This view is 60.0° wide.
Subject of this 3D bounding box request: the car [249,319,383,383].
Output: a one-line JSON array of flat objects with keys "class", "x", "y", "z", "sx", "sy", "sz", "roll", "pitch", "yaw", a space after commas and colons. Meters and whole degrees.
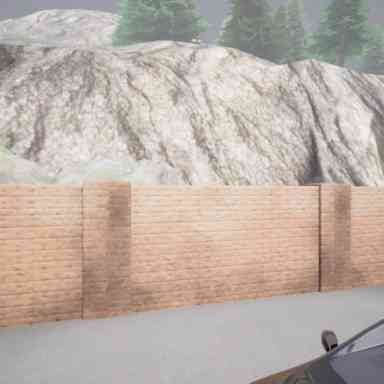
[{"class": "car", "x": 2.067, "y": 1.492, "z": 1.964, "sx": 4.902, "sy": 1.511, "sz": 2.128, "roll": 0, "pitch": 0, "yaw": -19}]
